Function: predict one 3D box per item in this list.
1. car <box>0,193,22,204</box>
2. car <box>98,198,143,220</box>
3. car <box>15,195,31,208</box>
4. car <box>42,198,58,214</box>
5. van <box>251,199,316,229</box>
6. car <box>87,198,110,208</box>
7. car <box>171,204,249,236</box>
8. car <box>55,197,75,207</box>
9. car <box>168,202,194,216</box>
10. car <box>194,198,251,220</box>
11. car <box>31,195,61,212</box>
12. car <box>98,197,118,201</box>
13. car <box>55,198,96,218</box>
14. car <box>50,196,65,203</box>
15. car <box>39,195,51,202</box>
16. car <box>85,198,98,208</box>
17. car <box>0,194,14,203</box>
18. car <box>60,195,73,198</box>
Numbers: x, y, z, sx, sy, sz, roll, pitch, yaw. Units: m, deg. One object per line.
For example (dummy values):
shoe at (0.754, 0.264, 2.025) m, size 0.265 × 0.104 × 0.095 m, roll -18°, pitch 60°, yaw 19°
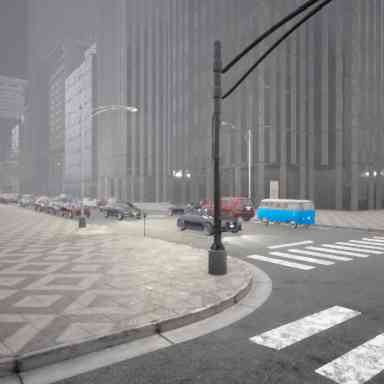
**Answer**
car at (-34.097, 1.298, 62.443) m, size 2.192 × 1.841 × 5.009 m, roll 0°, pitch 0°, yaw -36°
car at (-5.957, 1.534, 28.331) m, size 1.837 × 1.490 × 4.892 m, roll 0°, pitch 1°, yaw -36°
car at (-24.108, 1.562, 48.789) m, size 2.008 × 1.369 × 4.403 m, roll 0°, pitch 0°, yaw -36°
car at (-14.117, 1.606, 35.135) m, size 1.802 × 1.307 × 4.206 m, roll 0°, pitch 0°, yaw -36°
van at (6.100, 1.379, 21.942) m, size 1.690 × 1.788 × 3.998 m, roll 0°, pitch 0°, yaw -36°
car at (-13.884, 1.601, 49.254) m, size 1.802 × 1.307 × 4.206 m, roll 0°, pitch 0°, yaw -36°
car at (0.903, 1.600, 18.956) m, size 1.994 × 1.385 × 4.181 m, roll 0°, pitch 0°, yaw -36°
car at (-20.436, 1.576, 53.368) m, size 1.994 × 1.385 × 4.181 m, roll 0°, pitch 0°, yaw -36°
car at (-0.561, 1.599, 31.047) m, size 1.947 × 1.339 × 4.313 m, roll 0°, pitch 0°, yaw -36°
car at (2.769, 1.352, 26.495) m, size 2.192 × 1.841 × 5.009 m, roll 0°, pitch 0°, yaw -36°
car at (-17.448, 1.460, 39.687) m, size 1.967 × 1.590 × 4.097 m, roll 0°, pitch 0°, yaw -36°
car at (-10.552, 1.464, 44.701) m, size 1.967 × 1.590 × 4.097 m, roll 0°, pitch 0°, yaw -36°
car at (-10.787, 1.572, 30.584) m, size 1.887 × 1.381 × 4.507 m, roll 0°, pitch 0°, yaw -36°
car at (-27.305, 1.511, 67.599) m, size 1.752 × 1.417 × 4.829 m, roll 0°, pitch 0°, yaw -36°
car at (-33.981, 1.481, 76.733) m, size 1.752 × 1.417 × 4.829 m, roll 0°, pitch 0°, yaw -35°
car at (-14.425, 1.547, 45.241) m, size 1.812 × 1.442 × 4.674 m, roll 0°, pitch 0°, yaw -36°
car at (-37.428, 1.285, 66.995) m, size 2.192 × 1.841 × 5.009 m, roll 0°, pitch 0°, yaw -36°
car at (-17.061, 1.525, 43.613) m, size 1.837 × 1.490 × 4.892 m, roll 0°, pitch 0°, yaw -36°
